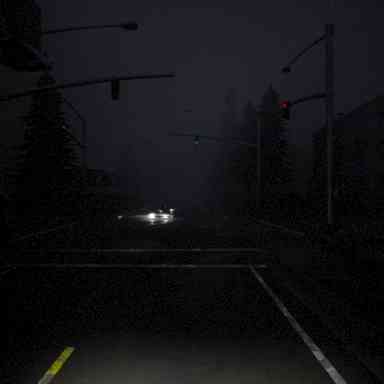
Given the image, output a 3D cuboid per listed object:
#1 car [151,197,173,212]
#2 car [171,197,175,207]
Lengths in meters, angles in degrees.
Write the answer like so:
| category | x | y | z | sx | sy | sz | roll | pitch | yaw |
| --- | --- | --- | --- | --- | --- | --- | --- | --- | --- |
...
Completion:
| category | x | y | z | sx | sy | sz | roll | pitch | yaw |
| --- | --- | --- | --- | --- | --- | --- | --- | --- | --- |
| car | -3.582 | 1.601 | 38.142 | 1.895 | 1.301 | 4.718 | 0 | 0 | 0 |
| car | -3.560 | 1.505 | 48.267 | 1.837 | 1.490 | 4.892 | 0 | 0 | 0 |
